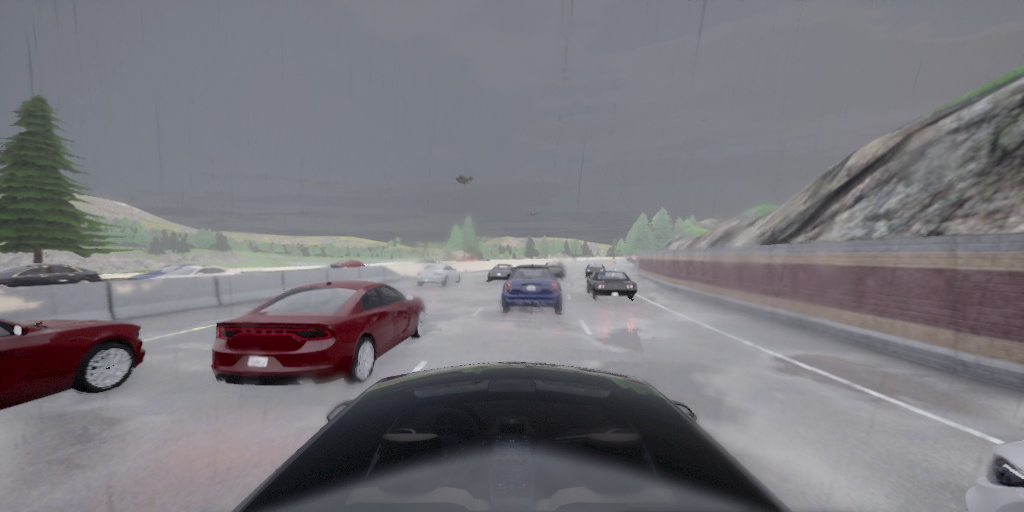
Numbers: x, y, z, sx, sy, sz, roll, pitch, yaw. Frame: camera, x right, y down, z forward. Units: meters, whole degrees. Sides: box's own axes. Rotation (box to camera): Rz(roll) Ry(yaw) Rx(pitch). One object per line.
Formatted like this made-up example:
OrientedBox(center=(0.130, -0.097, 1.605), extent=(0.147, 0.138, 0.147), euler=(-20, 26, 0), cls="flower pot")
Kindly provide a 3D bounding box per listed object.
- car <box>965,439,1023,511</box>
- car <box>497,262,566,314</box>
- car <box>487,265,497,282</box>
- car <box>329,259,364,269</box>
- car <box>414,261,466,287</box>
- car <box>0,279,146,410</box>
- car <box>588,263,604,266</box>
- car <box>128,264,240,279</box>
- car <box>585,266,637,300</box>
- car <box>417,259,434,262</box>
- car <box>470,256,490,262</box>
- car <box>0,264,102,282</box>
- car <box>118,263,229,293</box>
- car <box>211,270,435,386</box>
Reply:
OrientedBox(center=(3.668, 1.288, 0.148), extent=(1.812, 1.442, 4.674), euler=(0, 0, 0), cls="car")
OrientedBox(center=(0.844, 1.102, 14.074), extent=(2.097, 1.767, 4.553), euler=(0, 0, 5), cls="car")
OrientedBox(center=(-0.557, 1.306, 28.179), extent=(1.994, 1.385, 4.181), euler=(0, 0, 11), cls="car")
OrientedBox(center=(-21.428, 1.149, 46.671), extent=(1.882, 1.535, 5.008), euler=(0, 0, 16), cls="car")
OrientedBox(center=(-4.863, 1.255, 24.228), extent=(1.812, 1.442, 4.674), euler=(0, 0, 9), cls="car")
OrientedBox(center=(-6.790, 1.206, 3.613), extent=(1.882, 1.535, 5.008), euler=(0, 0, 1), cls="car")
OrientedBox(center=(8.217, 1.370, 35.050), extent=(1.895, 1.301, 4.718), euler=(0, 0, 15), cls="car")
OrientedBox(center=(-16.453, 1.219, 18.611), extent=(1.812, 1.442, 4.674), euler=(0, 0, 7), cls="car")
OrientedBox(center=(4.748, 1.362, 17.739), extent=(1.895, 1.301, 4.718), euler=(0, 0, 7), cls="car")
OrientedBox(center=(-14.244, 1.183, 58.412), extent=(2.128, 1.511, 4.902), euler=(0, 0, 17), cls="car")
OrientedBox(center=(-5.127, 1.203, 64.218), extent=(1.882, 1.535, 5.008), euler=(0, 0, 17), cls="car")
OrientedBox(center=(-23.596, 1.176, 17.584), extent=(1.837, 1.490, 4.892), euler=(0, 0, 6), cls="car")
OrientedBox(center=(-19.646, 1.209, 21.179), extent=(1.812, 1.442, 4.674), euler=(0, 0, 8), cls="car")
OrientedBox(center=(-3.173, 1.216, 7.104), extent=(1.882, 1.535, 5.008), euler=(0, 0, 2), cls="car")
